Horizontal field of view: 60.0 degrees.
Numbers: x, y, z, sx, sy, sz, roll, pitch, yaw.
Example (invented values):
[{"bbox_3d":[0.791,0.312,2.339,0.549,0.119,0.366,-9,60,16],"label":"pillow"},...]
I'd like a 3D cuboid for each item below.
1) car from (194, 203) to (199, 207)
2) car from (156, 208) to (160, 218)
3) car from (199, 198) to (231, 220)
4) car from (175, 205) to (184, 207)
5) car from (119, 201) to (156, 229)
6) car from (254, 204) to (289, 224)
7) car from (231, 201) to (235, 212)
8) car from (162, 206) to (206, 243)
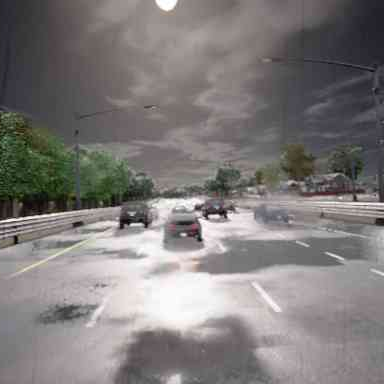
[{"bbox_3d":[1.347,2.545,56.553,1.882,1.535,5.008,-2,-2,-2],"label":"car"},{"bbox_3d":[-5.040,2.423,40.325,1.812,1.442,4.674,-2,-1,-2],"label":"car"},{"bbox_3d":[2.273,1.696,34.367,2.150,2.045,5.566,-2,-2,-2],"label":"car"},{"bbox_3d":[-1.502,2.349,41.172,1.994,1.385,4.181,-2,-1,-2],"label":"car"},{"bbox_3d":[-4.452,1.792,26.863,2.150,2.045,5.566,-2,-1,-2],"label":"car"},{"bbox_3d":[6.136,1.682,26.113,1.812,1.442,4.674,-2,-1,-2],"label":"car"},{"bbox_3d":[5.122,2.114,49.900,2.097,1.767,4.553,-2,-1,-2],"label":"car"},{"bbox_3d":[-0.512,1.759,17.762,1.837,1.490,4.892,-2,-1,-2],"label":"car"}]
